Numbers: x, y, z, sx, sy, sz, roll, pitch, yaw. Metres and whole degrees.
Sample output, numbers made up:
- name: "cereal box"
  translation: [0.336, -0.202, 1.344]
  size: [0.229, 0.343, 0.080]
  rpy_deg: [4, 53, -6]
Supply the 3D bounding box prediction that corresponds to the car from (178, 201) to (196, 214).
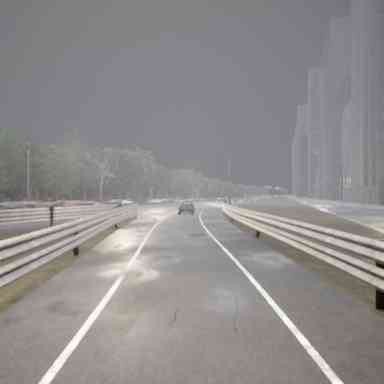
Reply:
- name: "car"
  translation: [-0.590, 1.890, 40.360]
  size: [2.128, 1.511, 4.902]
  rpy_deg: [0, -1, 3]
